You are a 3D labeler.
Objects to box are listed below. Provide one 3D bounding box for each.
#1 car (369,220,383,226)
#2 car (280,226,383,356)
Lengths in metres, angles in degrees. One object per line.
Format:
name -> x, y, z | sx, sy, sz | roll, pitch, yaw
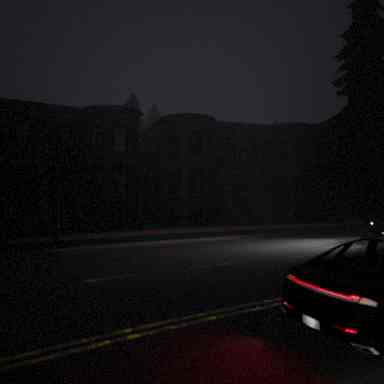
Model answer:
car -> 10.859, 1.591, 15.893 | 4.718, 1.301, 1.895 | 0, 0, -18
car -> 3.736, 1.489, 5.453 | 4.902, 1.511, 2.128 | 0, 0, -26
